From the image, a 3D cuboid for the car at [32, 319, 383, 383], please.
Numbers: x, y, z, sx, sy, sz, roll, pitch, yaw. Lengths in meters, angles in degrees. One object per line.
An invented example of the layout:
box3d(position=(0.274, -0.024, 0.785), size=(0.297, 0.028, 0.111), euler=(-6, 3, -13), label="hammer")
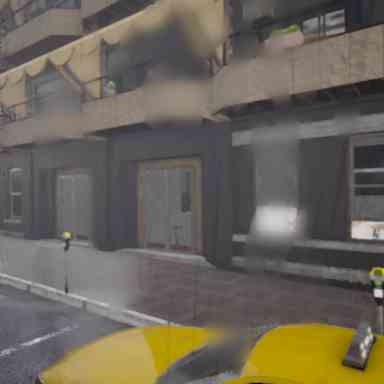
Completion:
box3d(position=(0.796, 1.526, 2.163), size=(4.829, 1.417, 1.752), euler=(0, -1, 35), label="car")
